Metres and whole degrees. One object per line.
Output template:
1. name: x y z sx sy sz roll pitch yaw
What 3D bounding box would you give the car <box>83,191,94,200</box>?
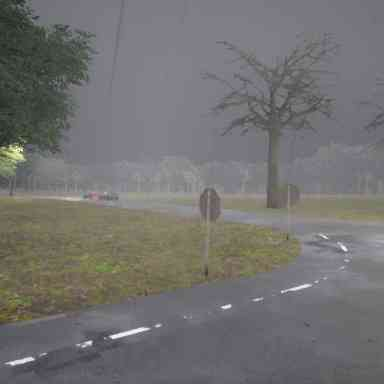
1. car: -18.190 0.610 60.071 1.882 1.535 5.008 2 -1 -36

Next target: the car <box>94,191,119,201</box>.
1. car: -13.431 0.659 53.512 2.128 1.511 4.902 2 -1 -35
